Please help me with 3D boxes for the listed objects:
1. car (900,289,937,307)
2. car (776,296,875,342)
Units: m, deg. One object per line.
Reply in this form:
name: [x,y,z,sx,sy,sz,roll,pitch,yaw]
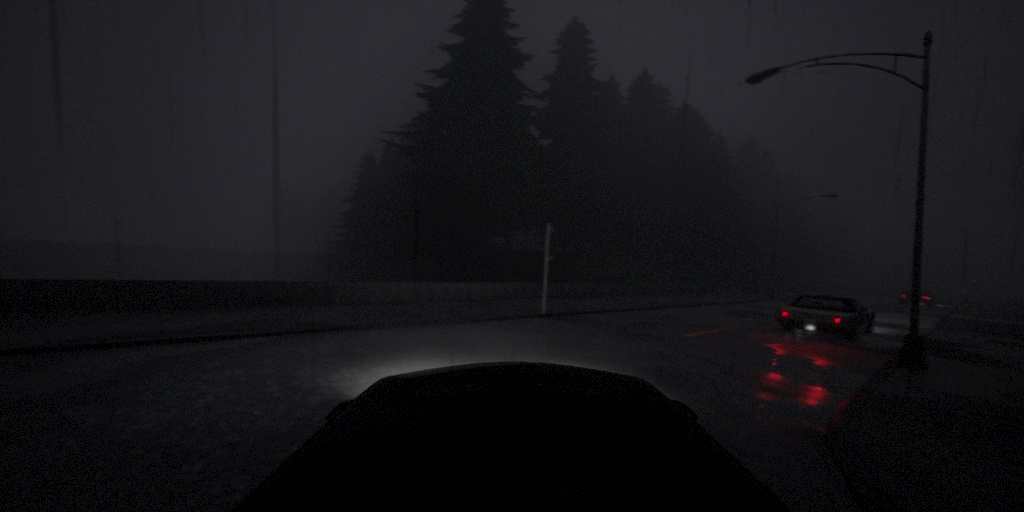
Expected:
car: [35.010,3.549,30.915,5.357,1.411,2.033,4,-1,-37]
car: [11.262,2.091,12.735,4.718,1.301,1.895,4,-1,-37]
